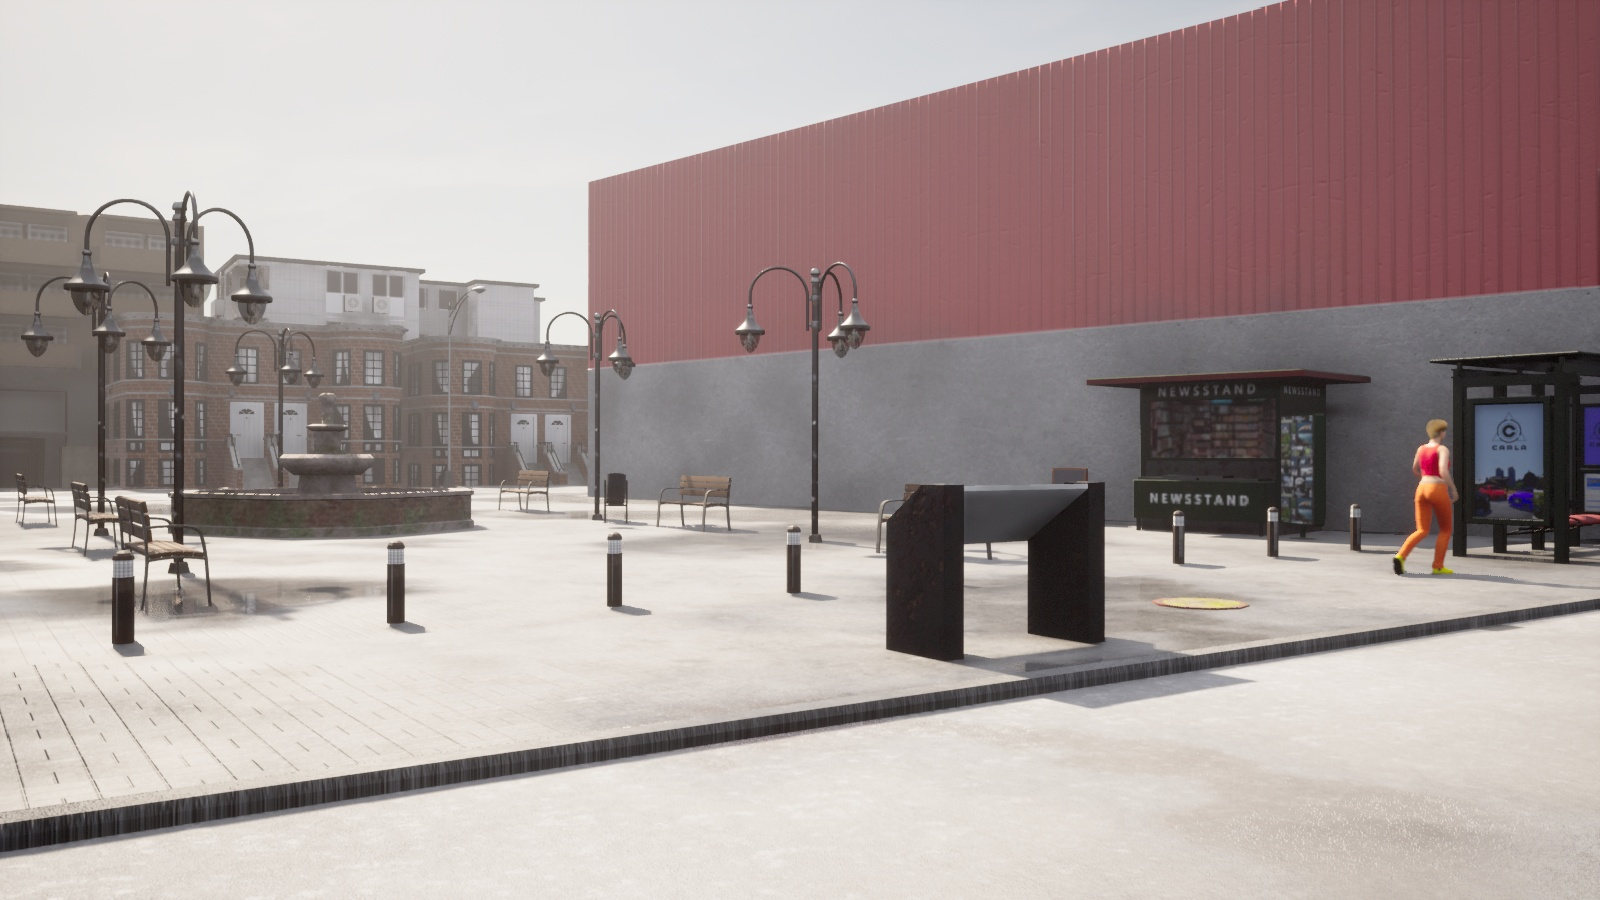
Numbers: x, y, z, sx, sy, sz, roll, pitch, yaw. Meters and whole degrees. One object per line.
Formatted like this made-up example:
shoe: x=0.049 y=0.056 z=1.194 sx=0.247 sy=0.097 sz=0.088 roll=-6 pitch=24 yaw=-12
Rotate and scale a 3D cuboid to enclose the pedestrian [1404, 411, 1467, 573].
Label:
pedestrian: x=7.323 y=0.472 z=14.475 sx=0.594 sy=1.836 sz=0.345 roll=0 pitch=0 yaw=-22
